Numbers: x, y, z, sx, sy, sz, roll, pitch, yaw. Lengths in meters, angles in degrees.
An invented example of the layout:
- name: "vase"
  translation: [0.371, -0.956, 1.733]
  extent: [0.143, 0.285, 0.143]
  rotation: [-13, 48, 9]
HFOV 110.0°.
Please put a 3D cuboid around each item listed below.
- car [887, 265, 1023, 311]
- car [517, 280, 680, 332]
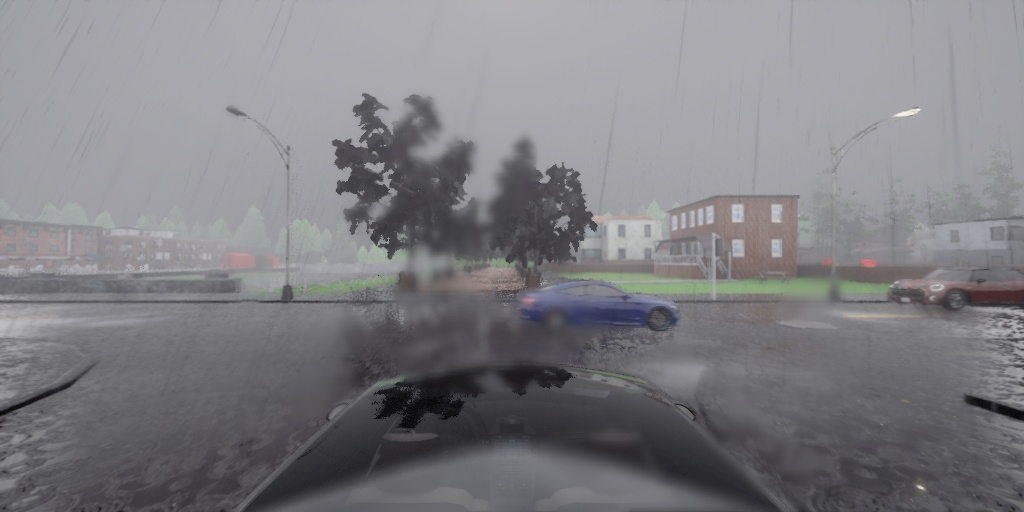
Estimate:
- name: "car"
  translation: [18.495, 1.261, 14.784]
  extent: [4.553, 1.767, 2.097]
  rotation: [0, -1, 0]
- name: "car"
  translation: [2.494, 1.431, 10.676]
  extent: [4.674, 1.442, 1.812]
  rotation: [0, -1, 0]
